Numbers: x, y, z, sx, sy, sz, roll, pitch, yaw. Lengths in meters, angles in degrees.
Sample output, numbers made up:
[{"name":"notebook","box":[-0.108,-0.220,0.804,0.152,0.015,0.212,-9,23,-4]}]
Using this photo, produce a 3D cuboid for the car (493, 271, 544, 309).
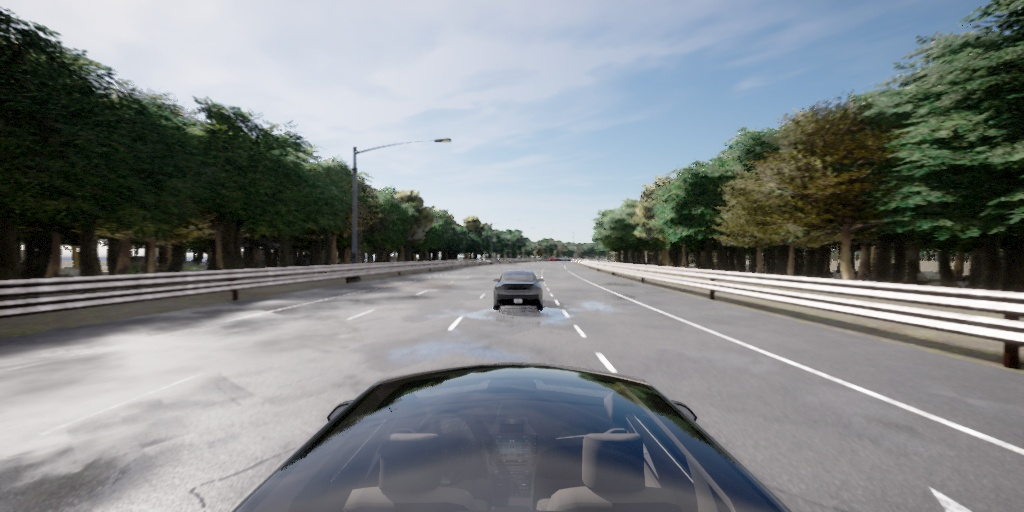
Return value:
[{"name":"car","box":[0.281,1.347,14.974,1.837,1.490,4.892,0,-1,2]}]
